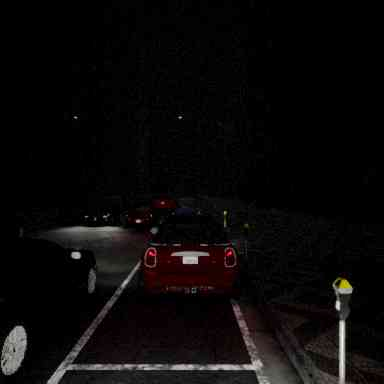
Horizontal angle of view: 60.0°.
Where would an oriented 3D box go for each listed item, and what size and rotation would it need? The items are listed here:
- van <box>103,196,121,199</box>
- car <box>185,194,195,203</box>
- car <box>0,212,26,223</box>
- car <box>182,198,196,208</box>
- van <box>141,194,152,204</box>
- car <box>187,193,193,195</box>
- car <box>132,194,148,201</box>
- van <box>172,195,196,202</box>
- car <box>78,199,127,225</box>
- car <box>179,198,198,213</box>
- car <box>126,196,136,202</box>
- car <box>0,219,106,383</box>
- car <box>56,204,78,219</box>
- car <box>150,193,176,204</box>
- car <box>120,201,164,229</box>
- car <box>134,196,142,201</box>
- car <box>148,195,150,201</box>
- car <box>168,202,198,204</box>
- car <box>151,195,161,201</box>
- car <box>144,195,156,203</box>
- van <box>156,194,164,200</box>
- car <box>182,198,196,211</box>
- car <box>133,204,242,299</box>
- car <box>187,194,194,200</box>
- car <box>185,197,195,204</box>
[{"bbox_3d":[-8.911,1.354,36.996,1.690,1.788,3.998,0,0,0],"label":"van"},{"bbox_3d":[-0.386,1.346,70.826,2.192,1.841,5.009,0,0,0],"label":"car"},{"bbox_3d":[-8.910,1.547,14.449,1.887,1.381,4.507,0,0,0],"label":"car"},{"bbox_3d":[-0.385,1.570,48.280,2.008,1.369,4.403,0,0,0],"label":"car"},{"bbox_3d":[-8.911,1.369,65.180,1.690,1.788,3.998,0,0,0],"label":"van"},{"bbox_3d":[-0.386,1.465,59.552,1.967,1.590,4.097,0,0,0],"label":"car"},{"bbox_3d":[-8.911,1.337,53.906,2.192,1.841,5.009,0,0,0],"label":"car"},{"bbox_3d":[-0.386,1.348,25.735,1.690,1.788,3.998,0,0,0],"label":"van"},{"bbox_3d":[-6.244,1.511,23.855,1.837,1.490,4.892,0,0,0],"label":"car"},{"bbox_3d":[-0.386,1.453,37.008,1.967,1.590,4.097,0,0,0],"label":"car"},{"bbox_3d":[-8.910,1.582,42.633,1.947,1.339,4.313,0,0,0],"label":"car"},{"bbox_3d":[-3.051,1.478,5.417,1.882,1.535,5.008,0,0,0],"label":"car"},{"bbox_3d":[-8.910,1.573,25.722,1.947,1.339,4.313,0,0,0],"label":"car"},{"bbox_3d":[-3.046,1.234,37.404,2.150,2.045,5.566,0,0,0],"label":"car"},{"bbox_3d":[-3.145,1.531,21.761,1.812,1.442,4.674,0,0,0],"label":"car"},{"bbox_3d":[-8.910,1.585,48.269,1.947,1.339,4.313,0,0,0],"label":"car"},{"bbox_3d":[-8.910,1.570,59.543,1.887,1.381,4.507,0,0,0],"label":"car"},{"bbox_3d":[-0.385,1.530,20.269,1.752,1.417,4.829,0,0,0],"label":"car"},{"bbox_3d":[-8.911,1.478,82.090,1.967,1.590,4.097,0,0,0],"label":"car"},{"bbox_3d":[-8.911,1.471,70.817,1.967,1.590,4.097,0,0,0],"label":"car"},{"bbox_3d":[-8.911,1.385,93.363,1.690,1.788,3.998,0,0,0],"label":"van"},{"bbox_3d":[-0.385,1.541,42.814,1.752,1.417,4.829,0,0,0],"label":"car"},{"bbox_3d":[-0.032,1.354,8.620,2.097,1.767,4.553,0,0,0],"label":"car"},{"bbox_3d":[-0.386,1.484,93.370,1.967,1.590,4.097,0,0,0],"label":"car"},{"bbox_3d":[-0.385,1.594,65.189,1.947,1.339,4.313,0,0,0],"label":"car"}]
